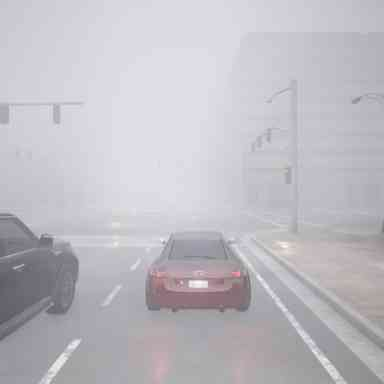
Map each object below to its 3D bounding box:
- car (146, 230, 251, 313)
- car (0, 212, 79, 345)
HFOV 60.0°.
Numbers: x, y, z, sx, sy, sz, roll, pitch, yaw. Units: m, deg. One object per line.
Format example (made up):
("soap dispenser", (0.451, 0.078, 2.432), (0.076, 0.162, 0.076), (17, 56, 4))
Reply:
("car", (0.115, 1.564, 7.761), (1.994, 1.385, 4.181), (0, 0, 0))
("car", (-3.395, 1.221, 4.436), (2.150, 2.045, 5.566), (0, 0, 1))
